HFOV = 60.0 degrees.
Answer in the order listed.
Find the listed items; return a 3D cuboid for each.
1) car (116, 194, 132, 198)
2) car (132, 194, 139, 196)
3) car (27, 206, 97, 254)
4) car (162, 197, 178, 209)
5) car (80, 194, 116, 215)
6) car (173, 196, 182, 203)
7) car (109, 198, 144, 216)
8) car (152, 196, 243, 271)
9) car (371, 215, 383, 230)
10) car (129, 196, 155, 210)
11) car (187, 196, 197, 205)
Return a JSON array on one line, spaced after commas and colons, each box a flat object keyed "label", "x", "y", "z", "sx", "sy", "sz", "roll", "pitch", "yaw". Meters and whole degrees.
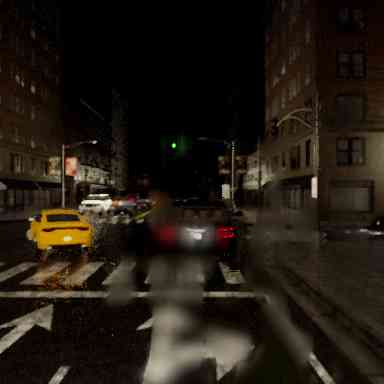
[{"label": "car", "x": -9.810, "y": 1.413, "z": 43.962, "sx": 2.097, "sy": 1.767, "sz": 4.553, "roll": 0, "pitch": 0, "yaw": 0}, {"label": "car", "x": -9.751, "y": 1.294, "z": 54.364, "sx": 2.150, "sy": 2.045, "sz": 5.566, "roll": 0, "pitch": 0, "yaw": 0}, {"label": "car", "x": -5.635, "y": 1.495, "z": 13.889, "sx": 1.882, "sy": 1.535, "sz": 5.008, "roll": 1, "pitch": 0, "yaw": -30}, {"label": "car", "x": -3.152, "y": 1.544, "z": 48.250, "sx": 1.882, "sy": 1.535, "sz": 5.008, "roll": 0, "pitch": 0, "yaw": 0}, {"label": "car", "x": -9.853, "y": 1.270, "z": 34.401, "sx": 2.150, "sy": 2.045, "sz": 5.566, "roll": 0, "pitch": 0, "yaw": -1}, {"label": "car", "x": -3.253, "y": 1.623, "z": 76.191, "sx": 1.812, "sy": 1.442, "sz": 4.674, "roll": 0, "pitch": 0, "yaw": 0}, {"label": "car", "x": -6.596, "y": 1.596, "z": 33.981, "sx": 2.033, "sy": 1.411, "sz": 5.357, "roll": 0, "pitch": 0, "yaw": 0}, {"label": "car", "x": 0.522, "y": 1.239, "z": 11.268, "sx": 2.150, "sy": 2.045, "sz": 5.566, "roll": 0, "pitch": 0, "yaw": 9}, {"label": "car", "x": 12.776, "y": 1.633, "z": 19.278, "sx": 4.181, "sy": 1.385, "sz": 1.994, "roll": 0, "pitch": 0, "yaw": 0}, {"label": "car", "x": -6.560, "y": 1.608, "z": 44.055, "sx": 2.033, "sy": 1.411, "sz": 5.357, "roll": 0, "pitch": 0, "yaw": 0}, {"label": "car", "x": 0.009, "y": 1.562, "z": 64.131, "sx": 1.882, "sy": 1.535, "sz": 5.008, "roll": 0, "pitch": 0, "yaw": 0}]
